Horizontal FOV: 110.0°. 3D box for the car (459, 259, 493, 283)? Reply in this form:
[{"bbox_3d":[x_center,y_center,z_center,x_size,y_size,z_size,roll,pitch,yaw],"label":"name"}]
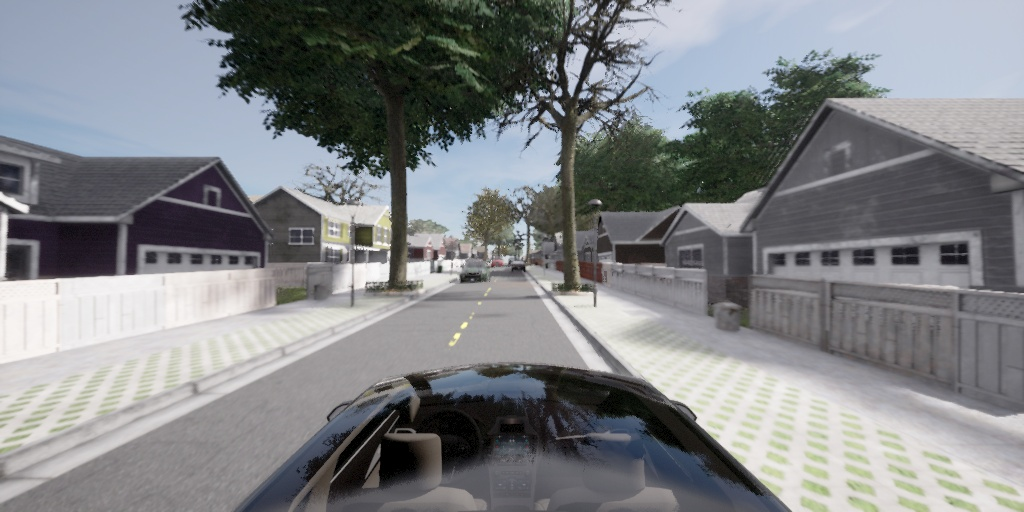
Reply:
[{"bbox_3d":[-2.844,1.144,28.167,2.097,1.767,4.553,0,0,0],"label":"car"}]

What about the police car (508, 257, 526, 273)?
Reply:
[{"bbox_3d":[0.827,1.287,46.866,1.930,1.638,5.238,0,0,0],"label":"police car"}]
